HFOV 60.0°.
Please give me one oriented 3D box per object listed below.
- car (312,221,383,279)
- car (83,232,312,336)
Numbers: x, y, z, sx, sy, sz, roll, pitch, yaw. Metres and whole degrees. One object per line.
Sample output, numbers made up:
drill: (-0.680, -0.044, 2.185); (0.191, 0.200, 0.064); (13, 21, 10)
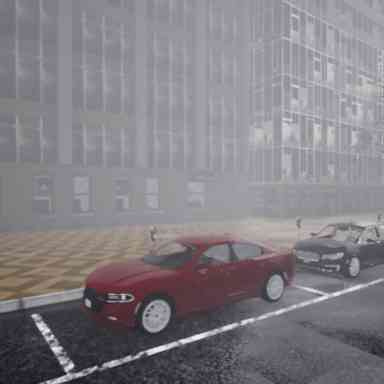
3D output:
car: (4.792, 1.573, 9.981); (4.403, 1.369, 2.008); (0, 0, -35)
car: (0.158, 1.554, 6.677); (4.507, 1.381, 1.887); (0, 0, -35)
